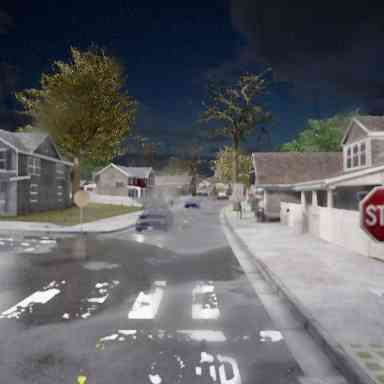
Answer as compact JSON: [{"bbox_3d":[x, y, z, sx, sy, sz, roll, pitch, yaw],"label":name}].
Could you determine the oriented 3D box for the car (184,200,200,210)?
[{"bbox_3d":[0.042,1.845,47.595,1.895,1.301,4.718,0,0,7],"label":"car"}]

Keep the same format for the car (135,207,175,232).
[{"bbox_3d":[-2.176,1.641,20.950,2.033,1.411,5.357,0,0,3],"label":"car"}]
